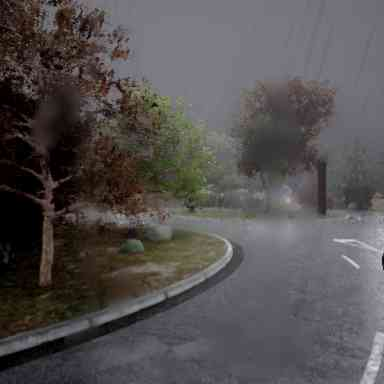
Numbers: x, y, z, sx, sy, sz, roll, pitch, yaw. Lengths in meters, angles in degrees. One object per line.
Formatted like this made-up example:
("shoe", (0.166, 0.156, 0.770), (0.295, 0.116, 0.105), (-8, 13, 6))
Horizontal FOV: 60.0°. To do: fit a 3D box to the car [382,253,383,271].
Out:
("car", (5.648, 1.406, 7.318), (2.097, 1.767, 4.553), (0, 0, 24))
